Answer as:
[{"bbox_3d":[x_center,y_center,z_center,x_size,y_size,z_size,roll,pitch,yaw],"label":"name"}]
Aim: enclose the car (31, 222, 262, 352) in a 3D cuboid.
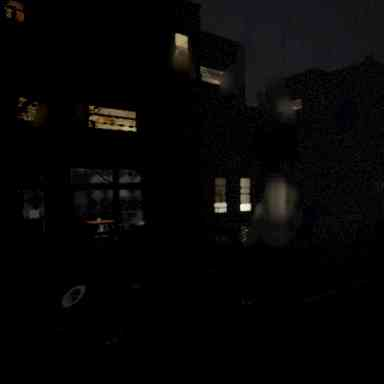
[{"bbox_3d":[-0.682,1.419,6.075,4.097,1.590,1.967,-1,0,-35],"label":"car"}]
